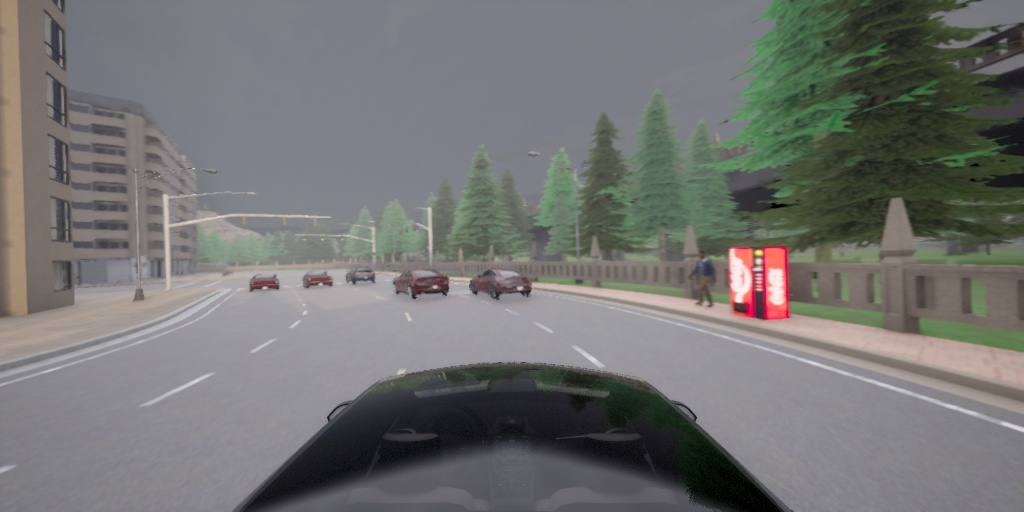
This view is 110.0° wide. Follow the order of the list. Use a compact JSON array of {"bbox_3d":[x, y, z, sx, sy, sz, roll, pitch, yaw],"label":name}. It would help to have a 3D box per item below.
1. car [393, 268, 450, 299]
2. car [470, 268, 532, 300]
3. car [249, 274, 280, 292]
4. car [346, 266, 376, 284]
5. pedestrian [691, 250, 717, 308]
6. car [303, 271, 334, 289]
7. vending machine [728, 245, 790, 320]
[{"bbox_3d":[-5.067,1.400,19.555,1.882,1.535,5.008,-1,0,-32],"label":"car"},{"bbox_3d":[-0.628,1.296,17.982,1.812,1.442,4.674,-2,0,-26],"label":"car"},{"bbox_3d":[-18.990,2.032,27.620,1.895,1.301,4.718,-2,0,-34],"label":"car"},{"bbox_3d":[-13.616,1.689,32.201,2.128,1.511,4.902,-2,0,-33],"label":"car"},{"bbox_3d":[5.933,0.698,11.099,0.375,1.860,0.375,-2,0,-14],"label":"pedestrian"},{"bbox_3d":[-15.617,1.860,28.846,1.895,1.301,4.718,-2,0,-33],"label":"car"},{"bbox_3d":[6.702,0.727,9.721,1.100,2.100,0.880,0,0,-12],"label":"vending machine"}]
